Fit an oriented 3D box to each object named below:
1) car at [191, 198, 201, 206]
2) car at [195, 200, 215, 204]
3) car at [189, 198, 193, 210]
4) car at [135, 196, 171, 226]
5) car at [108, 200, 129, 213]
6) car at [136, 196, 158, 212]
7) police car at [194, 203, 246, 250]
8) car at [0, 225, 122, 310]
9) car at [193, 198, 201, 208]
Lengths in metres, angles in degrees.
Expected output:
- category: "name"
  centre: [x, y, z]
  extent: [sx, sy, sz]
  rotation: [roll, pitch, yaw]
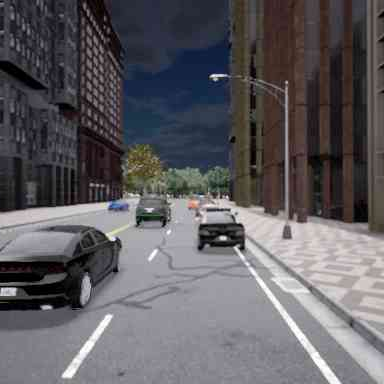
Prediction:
- category: "car"
  centre: [0.797, 1.973, 65.128]
  extent: [2.033, 1.411, 5.357]
  rotation: [0, 0, 1]
- category: "car"
  centre: [1.298, 1.619, 24.958]
  extent: [1.801, 1.575, 5.366]
  rotation: [0, 0, 1]
- category: "car"
  centre: [0.610, 1.675, 49.225]
  extent: [2.097, 1.767, 4.553]
  rotation: [0, 0, 1]
- category: "car"
  centre: [-2.824, 1.394, 25.074]
  extent: [2.150, 2.045, 5.566]
  rotation: [0, 0, 1]
- category: "car"
  centre: [-9.320, 1.771, 42.419]
  extent: [1.882, 1.535, 5.008]
  rotation: [0, 0, 1]
- category: "car"
  centre: [-6.036, 1.532, 45.385]
  extent: [2.150, 2.045, 5.566]
  rotation: [0, -1, 1]
- category: "police car"
  centre: [1.180, 1.523, 14.879]
  extent: [1.930, 1.638, 5.238]
  rotation: [0, 0, 1]
- category: "car"
  centre: [-3.026, 1.536, 8.032]
  extent: [1.882, 1.535, 5.008]
  rotation: [0, -1, 1]
- category: "car"
  centre: [1.366, 1.553, 30.738]
  extent: [2.097, 1.767, 4.553]
  rotation: [0, 0, 1]
